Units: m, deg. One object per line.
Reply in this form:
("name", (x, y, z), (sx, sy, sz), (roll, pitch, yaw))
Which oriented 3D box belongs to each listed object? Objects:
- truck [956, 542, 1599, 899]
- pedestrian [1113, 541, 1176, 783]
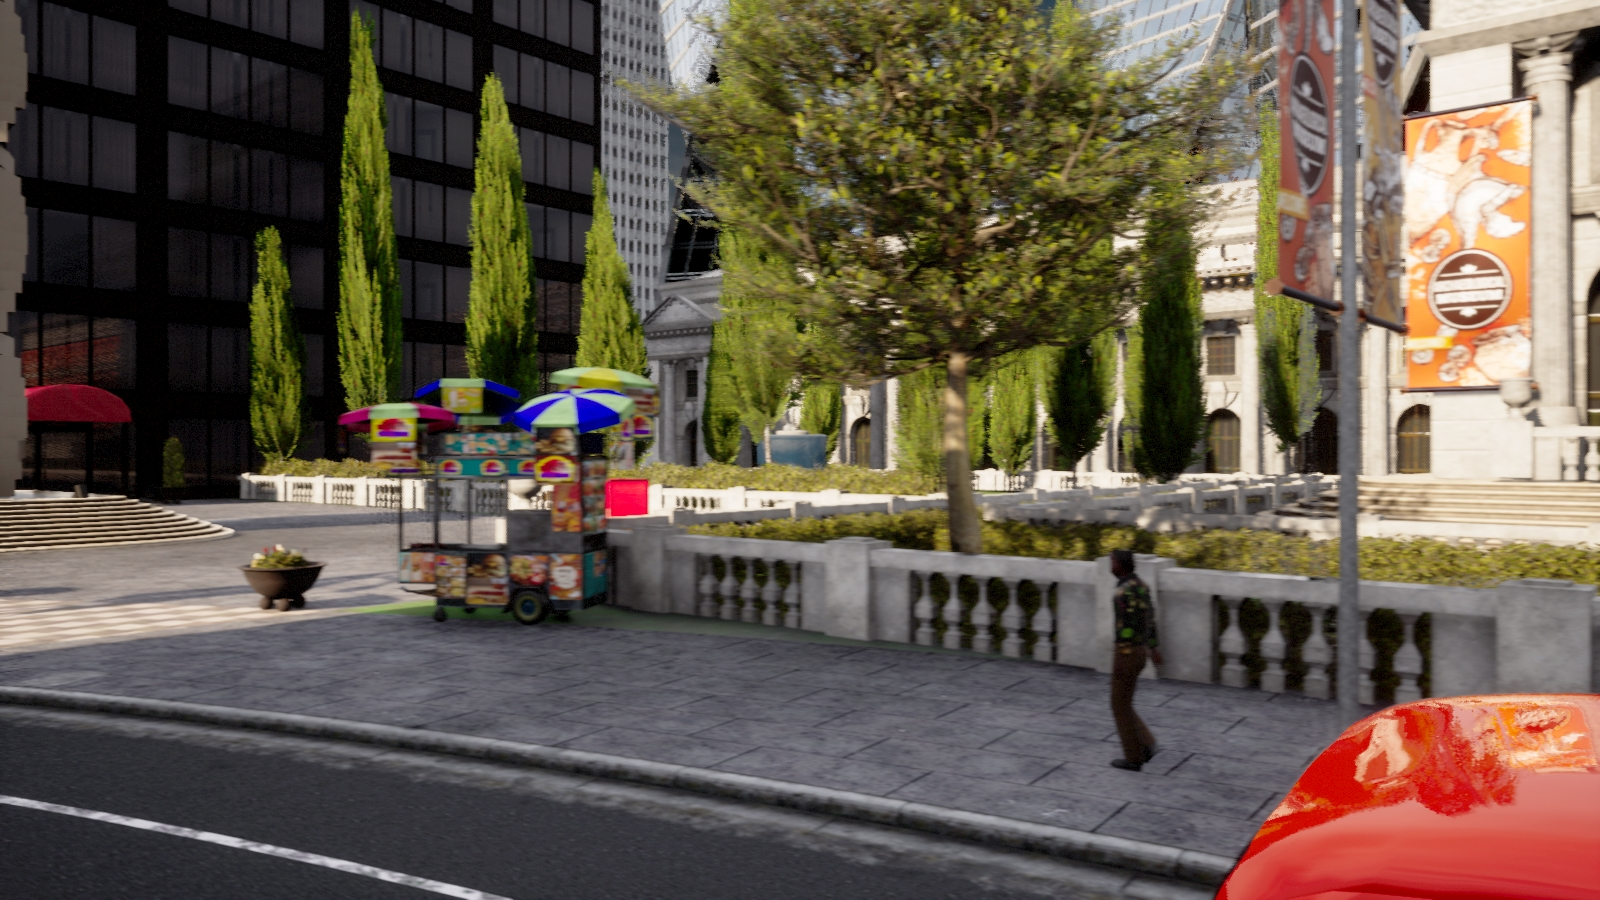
("truck", (3.154, 1.566, 1.556), (5.204, 2.467, 2.627), (0, 0, 35))
("pedestrian", (2.798, 1.692, 9.272), (0.375, 1.860, 0.375), (0, 0, 39))
